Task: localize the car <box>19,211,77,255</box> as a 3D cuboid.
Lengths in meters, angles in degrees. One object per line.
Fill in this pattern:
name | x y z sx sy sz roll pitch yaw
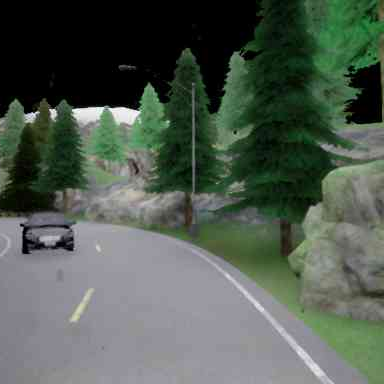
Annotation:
car | -6.090 1.605 14.096 2.128 1.511 4.902 0 -1 -25
